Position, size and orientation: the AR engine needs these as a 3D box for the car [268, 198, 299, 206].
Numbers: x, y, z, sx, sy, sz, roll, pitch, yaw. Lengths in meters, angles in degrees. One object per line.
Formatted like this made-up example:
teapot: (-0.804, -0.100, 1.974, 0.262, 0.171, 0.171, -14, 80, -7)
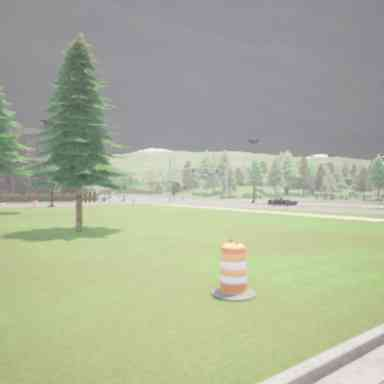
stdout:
car: (14.151, 1.516, 51.611, 1.895, 1.301, 4.718, 0, 0, -34)
